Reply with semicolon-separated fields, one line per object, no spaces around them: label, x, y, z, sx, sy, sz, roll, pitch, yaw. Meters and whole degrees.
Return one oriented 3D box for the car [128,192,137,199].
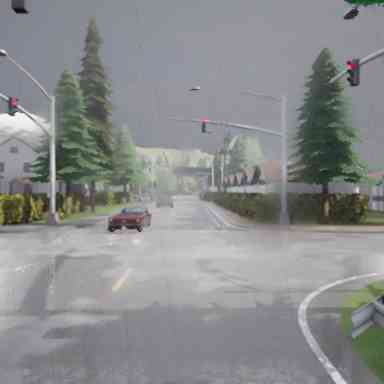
car;-16.810;0.866;84.839;3.866;1.878;1.905;0;0;-1

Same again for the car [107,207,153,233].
car;-3.519;1.565;19.548;1.895;1.301;4.718;0;0;1

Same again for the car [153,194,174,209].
car;-3.518;1.193;43.937;2.097;1.767;4.553;0;0;0
